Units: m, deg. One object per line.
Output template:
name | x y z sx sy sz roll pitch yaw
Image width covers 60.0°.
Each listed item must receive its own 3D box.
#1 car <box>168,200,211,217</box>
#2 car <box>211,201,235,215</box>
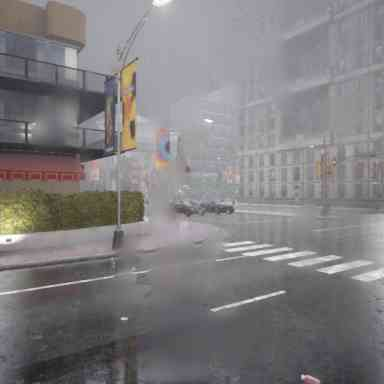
car | -0.598 1.526 32.112 1.812 1.442 4.674 0 0 -35
car | 2.251 1.601 34.143 1.895 1.301 4.718 0 0 -35
